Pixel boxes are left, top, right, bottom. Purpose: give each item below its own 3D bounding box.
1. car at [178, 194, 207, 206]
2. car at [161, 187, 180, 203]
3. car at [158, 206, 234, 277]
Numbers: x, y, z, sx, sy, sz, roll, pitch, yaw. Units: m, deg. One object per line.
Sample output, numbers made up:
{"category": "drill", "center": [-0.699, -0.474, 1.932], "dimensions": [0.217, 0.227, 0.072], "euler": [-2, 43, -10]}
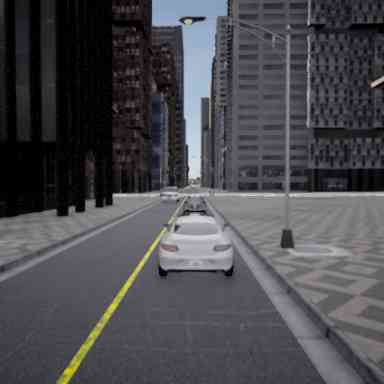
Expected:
{"category": "car", "center": [0.234, 1.034, 26.088], "dimensions": [2.033, 1.411, 5.357], "euler": [0, 1, 1]}
{"category": "car", "center": [-2.808, 0.353, 44.362], "dimensions": [2.150, 2.045, 5.566], "euler": [0, 1, 0]}
{"category": "car", "center": [0.116, 1.337, 9.500], "dimensions": [1.812, 1.442, 4.674], "euler": [0, 1, 1]}
